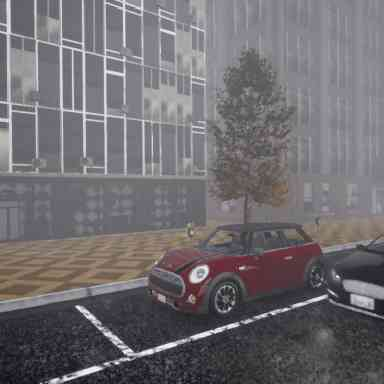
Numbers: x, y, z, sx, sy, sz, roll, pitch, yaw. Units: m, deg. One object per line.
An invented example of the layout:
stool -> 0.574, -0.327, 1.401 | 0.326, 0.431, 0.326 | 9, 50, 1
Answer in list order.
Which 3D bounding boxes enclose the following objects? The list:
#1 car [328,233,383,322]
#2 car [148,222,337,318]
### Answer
car -> 4.717, 1.490, 6.742 | 4.902, 1.511, 2.128 | 0, 0, -35
car -> 1.059, 1.439, 7.323 | 4.097, 1.590, 1.967 | 0, -1, -35
